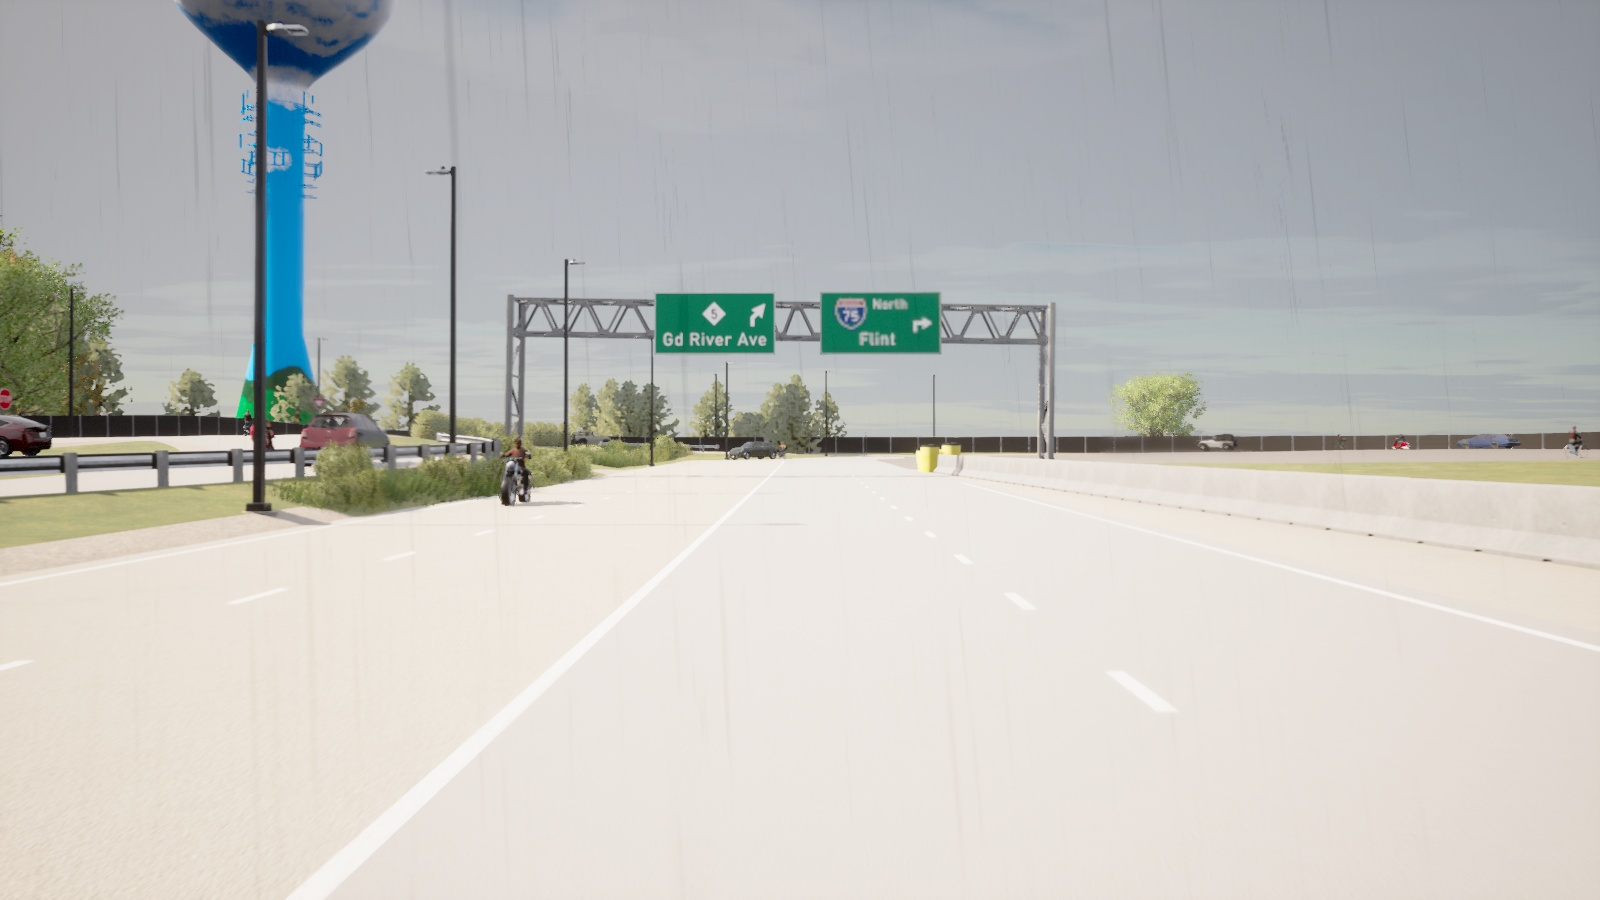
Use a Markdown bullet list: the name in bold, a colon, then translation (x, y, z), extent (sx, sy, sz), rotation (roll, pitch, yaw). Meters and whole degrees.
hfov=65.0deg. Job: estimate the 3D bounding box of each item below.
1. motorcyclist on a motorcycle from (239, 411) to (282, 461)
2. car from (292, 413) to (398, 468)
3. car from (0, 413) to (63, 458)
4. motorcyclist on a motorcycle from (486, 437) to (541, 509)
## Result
- **motorcyclist on a motorcycle**: translation (-17.093, -0.456, 39.859), extent (0.797, 1.523, 2.044), rotation (-1, 2, -11)
- **car**: translation (-13.108, -0.312, 36.421), extent (1.845, 1.501, 3.633), rotation (0, 2, -2)
- **car**: translation (-28.738, -0.529, 43.774), extent (4.792, 1.488, 2.163), rotation (0, 3, -1)
- **motorcyclist on a motorcycle**: translation (-6.813, 0.510, 30.015), extent (0.766, 1.649, 2.350), rotation (0, 1, 0)
